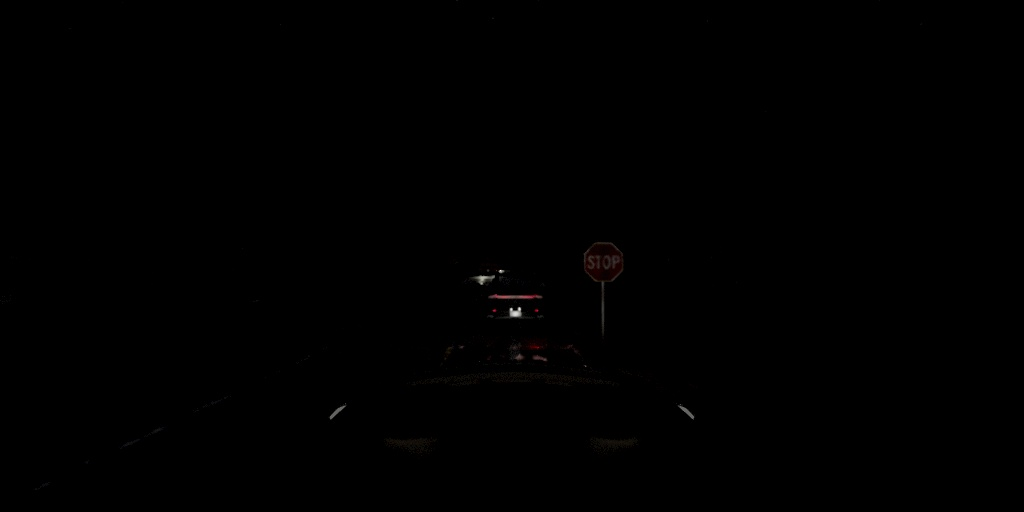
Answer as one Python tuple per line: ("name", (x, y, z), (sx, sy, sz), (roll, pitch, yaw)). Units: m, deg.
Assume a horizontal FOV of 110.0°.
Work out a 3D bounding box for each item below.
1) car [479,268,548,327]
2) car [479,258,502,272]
("car", (0.111, 1.316, 11.806), (2.128, 1.511, 4.902), (0, 0, 0))
("car", (-2.682, 1.262, 43.126), (2.150, 2.045, 5.566), (0, 0, 0))
